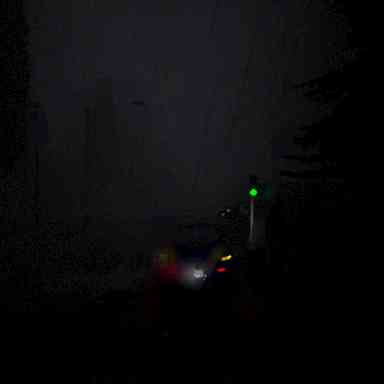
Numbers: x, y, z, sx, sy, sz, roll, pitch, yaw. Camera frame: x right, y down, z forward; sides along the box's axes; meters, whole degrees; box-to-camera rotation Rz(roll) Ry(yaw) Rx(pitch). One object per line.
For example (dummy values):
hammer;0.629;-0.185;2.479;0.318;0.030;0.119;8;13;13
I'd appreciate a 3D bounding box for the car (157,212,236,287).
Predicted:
car;0.094;1.519;9.205;1.812;1.442;4.674;0;0;0

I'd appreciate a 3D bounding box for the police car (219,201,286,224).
police car;4.582;1.484;24.748;4.974;1.542;2.038;0;1;-18
